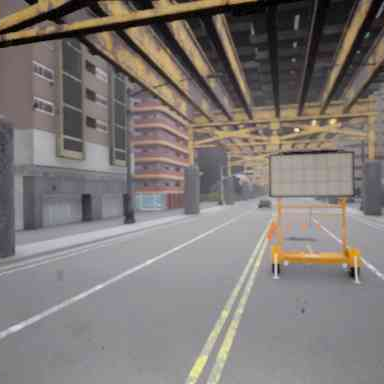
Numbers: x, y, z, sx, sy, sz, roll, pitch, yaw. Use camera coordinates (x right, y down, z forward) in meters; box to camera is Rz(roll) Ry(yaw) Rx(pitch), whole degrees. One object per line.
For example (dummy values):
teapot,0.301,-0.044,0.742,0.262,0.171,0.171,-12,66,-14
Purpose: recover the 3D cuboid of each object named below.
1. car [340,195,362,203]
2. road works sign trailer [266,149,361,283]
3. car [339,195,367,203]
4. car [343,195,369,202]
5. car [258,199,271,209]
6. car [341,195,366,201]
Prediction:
car,33.021,1.510,67.113,4.974,1.542,2.038,-1,0,-5
road works sign trailer,3.593,0.554,10.096,2.380,3.560,2.880,-1,-1,15
car,34.438,1.497,71.037,4.974,1.542,2.038,-1,0,40
car,33.071,1.352,67.118,4.536,1.218,1.853,-1,0,-5
car,11.245,1.854,51.339,2.033,1.411,5.357,-1,0,16
car,34.476,1.339,71.004,4.536,1.218,1.853,-1,0,40
